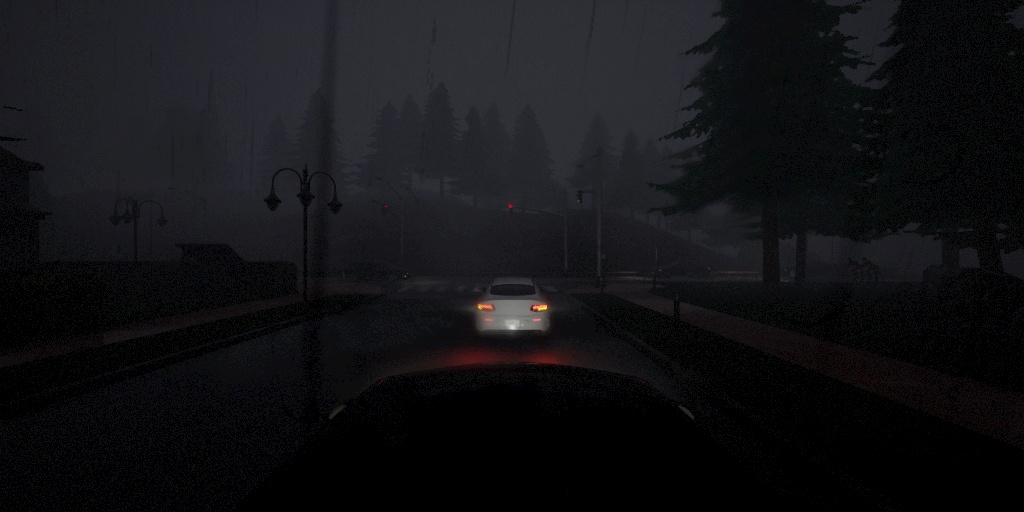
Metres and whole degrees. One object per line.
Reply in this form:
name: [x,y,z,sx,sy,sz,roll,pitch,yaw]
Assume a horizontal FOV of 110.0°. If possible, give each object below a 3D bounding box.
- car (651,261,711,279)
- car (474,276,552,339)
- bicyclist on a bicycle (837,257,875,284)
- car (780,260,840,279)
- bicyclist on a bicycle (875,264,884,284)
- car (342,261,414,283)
car: [14.055,1.113,29.889,4.674,1.442,1.812,0,0,-1]
car: [0.020,1.276,9.955,1.812,1.442,4.674,0,0,0]
bicyclist on a bicycle: [21.127,0.891,22.240,0.582,1.620,1.656,0,0,-16]
car: [24.376,1.065,29.928,5.008,1.535,1.882,0,0,0]
bicyclist on a bicycle: [21.774,0.892,21.981,0.582,1.620,1.656,0,0,-14]
car: [-9.539,1.092,25.675,4.892,1.490,1.837,0,0,5]
